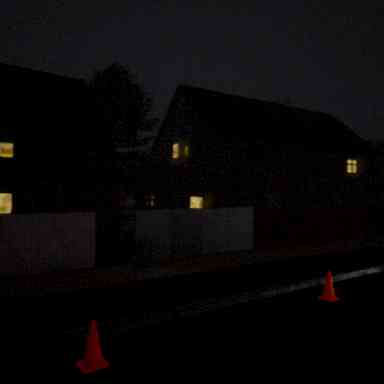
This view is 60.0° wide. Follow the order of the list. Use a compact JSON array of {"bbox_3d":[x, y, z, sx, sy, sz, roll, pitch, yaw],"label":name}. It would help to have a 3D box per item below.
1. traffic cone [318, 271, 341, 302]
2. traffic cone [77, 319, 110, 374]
[{"bbox_3d":[2.945,1.994,7.152,0.340,0.580,0.340,0,0,-33],"label":"traffic cone"},{"bbox_3d":[-1.283,1.959,4.338,0.340,0.580,0.340,1,0,-35],"label":"traffic cone"}]
